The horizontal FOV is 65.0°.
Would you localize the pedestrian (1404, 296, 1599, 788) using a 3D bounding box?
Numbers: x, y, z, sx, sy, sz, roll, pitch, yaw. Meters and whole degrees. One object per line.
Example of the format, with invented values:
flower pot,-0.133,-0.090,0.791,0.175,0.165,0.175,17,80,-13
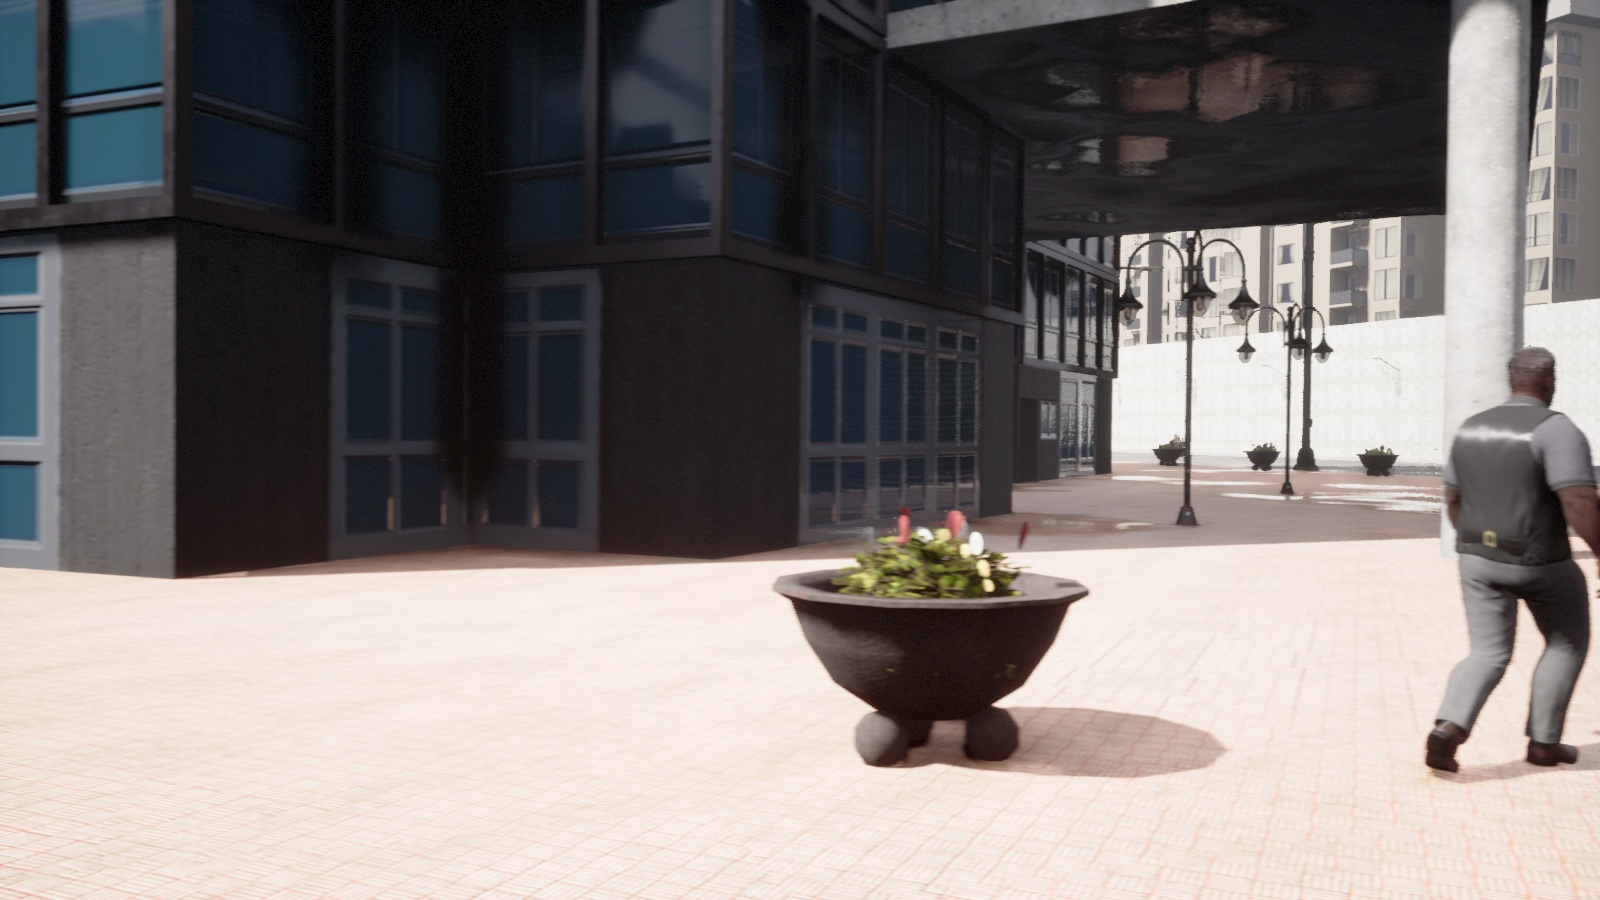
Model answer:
pedestrian,3.055,0.345,5.246,0.849,1.883,0.563,-1,1,-28
